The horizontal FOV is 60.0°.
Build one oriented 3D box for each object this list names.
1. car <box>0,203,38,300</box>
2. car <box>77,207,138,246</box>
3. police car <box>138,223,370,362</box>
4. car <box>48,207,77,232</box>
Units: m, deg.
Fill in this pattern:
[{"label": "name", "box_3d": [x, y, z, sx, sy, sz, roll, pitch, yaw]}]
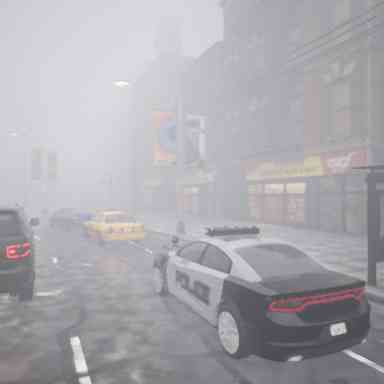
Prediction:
[{"label": "car", "box_3d": [-5.048, 1.278, 8.115, 2.150, 2.045, 5.566, 0, -1, -26]}, {"label": "car", "box_3d": [-3.927, 1.570, 15.954, 1.801, 1.575, 5.366, 0, 0, -30]}, {"label": "police car", "box_3d": [0.691, 1.474, 6.388, 1.930, 1.638, 5.238, 0, 0, -25]}, {"label": "car", "box_3d": [-7.820, 1.677, 21.583, 1.812, 1.442, 4.674, 0, -1, -39]}]
